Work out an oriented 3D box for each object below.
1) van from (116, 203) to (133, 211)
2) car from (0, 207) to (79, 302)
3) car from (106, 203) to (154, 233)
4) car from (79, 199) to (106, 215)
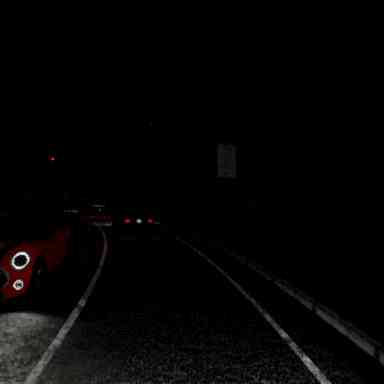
[{"bbox_3d":[-17.944,3.995,88.213,4.442,1.987,1.878,-5,-7,30],"label":"van"},{"bbox_3d":[-4.448,1.341,8.344,2.097,1.767,4.553,1,0,-8],"label":"car"},{"bbox_3d":[-3.650,1.584,19.933,2.033,1.411,5.357,2,0,-20],"label":"car"},{"bbox_3d":[-9.801,1.459,32.746,2.128,1.511,4.902,3,-1,-32],"label":"car"}]
